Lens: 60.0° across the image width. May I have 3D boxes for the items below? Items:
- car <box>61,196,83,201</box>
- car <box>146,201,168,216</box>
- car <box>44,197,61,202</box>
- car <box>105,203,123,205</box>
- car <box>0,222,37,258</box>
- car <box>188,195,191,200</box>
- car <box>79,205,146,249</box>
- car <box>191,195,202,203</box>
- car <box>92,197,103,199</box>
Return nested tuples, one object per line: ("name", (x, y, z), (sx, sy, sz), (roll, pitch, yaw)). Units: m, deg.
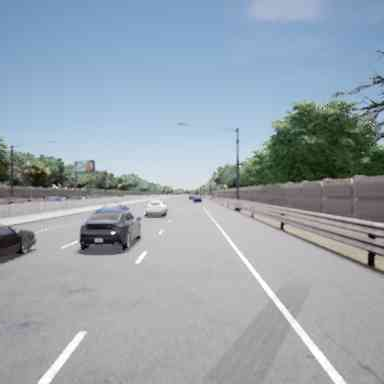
("car", (-21.017, 1.582, 59.460), (1.837, 1.490, 4.892), (0, 0, 1))
("car", (-3.395, 1.558, 32.449), (1.812, 1.442, 4.674), (0, 0, 0))
("car", (-24.515, 1.604, 59.037), (1.812, 1.442, 4.674), (0, 0, 1))
("car", (-6.895, 1.630, 29.759), (1.895, 1.301, 4.718), (0, 0, 0))
("car", (-6.893, 1.559, 10.345), (2.033, 1.411, 5.357), (0, 0, 0))
("car", (0.014, 1.521, 90.923), (1.882, 1.535, 5.008), (0, 0, 0))
("car", (-3.398, 1.520, 14.531), (1.837, 1.490, 4.892), (0, 0, 0))
("car", (1.236, 1.607, 73.656), (1.882, 1.535, 5.008), (0, 0, 0))
("car", (-17.511, 1.614, 61.340), (1.812, 1.442, 4.674), (0, 0, 1))
